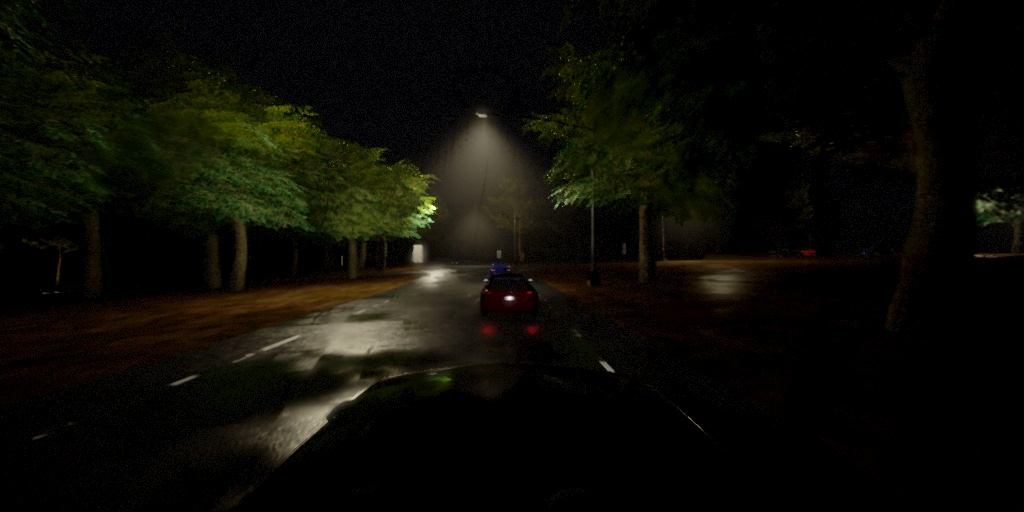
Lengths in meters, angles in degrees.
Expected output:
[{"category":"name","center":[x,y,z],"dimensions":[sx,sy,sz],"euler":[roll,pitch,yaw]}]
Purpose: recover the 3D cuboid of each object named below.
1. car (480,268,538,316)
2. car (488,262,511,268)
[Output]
[{"category":"car","center":[-0.139,1.318,13.435],"dimensions":[1.994,1.385,4.181],"euler":[0,0,-2]},{"category":"car","center":[-1.073,1.265,30.982],"dimensions":[1.812,1.442,4.674],"euler":[0,0,-4]}]
